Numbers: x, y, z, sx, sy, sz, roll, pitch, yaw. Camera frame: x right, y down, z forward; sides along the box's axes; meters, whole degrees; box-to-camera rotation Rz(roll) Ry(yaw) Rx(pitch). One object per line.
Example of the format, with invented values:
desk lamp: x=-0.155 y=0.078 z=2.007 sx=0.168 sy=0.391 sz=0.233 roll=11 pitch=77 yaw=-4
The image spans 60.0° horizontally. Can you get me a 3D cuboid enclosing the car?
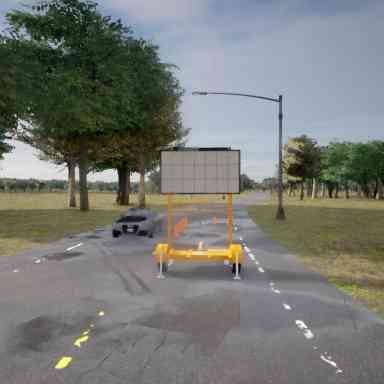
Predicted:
car: x=-2.710 y=1.566 z=17.317 sx=1.994 sy=1.385 sz=4.181 roll=0 pitch=0 yaw=4

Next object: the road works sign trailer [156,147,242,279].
road works sign trailer: x=0.246 y=0.465 z=10.057 sx=2.380 sy=3.560 sz=2.880 roll=0 pitch=0 yaw=3
